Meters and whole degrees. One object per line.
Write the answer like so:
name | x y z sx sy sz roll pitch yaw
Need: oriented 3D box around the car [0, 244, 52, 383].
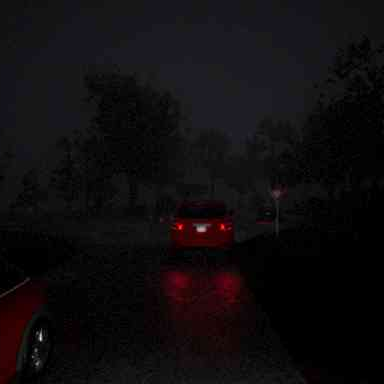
car | -2.862 1.369 2.433 2.097 1.767 4.553 0 0 0

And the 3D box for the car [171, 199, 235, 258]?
car | 0.534 1.311 13.353 2.150 2.045 5.566 0 0 5

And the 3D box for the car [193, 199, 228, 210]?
car | 2.683 1.827 48.351 4.892 1.490 1.837 0 -2 40

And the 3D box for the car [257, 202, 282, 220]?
car | 7.105 1.680 30.447 1.882 1.535 5.008 0 0 16
